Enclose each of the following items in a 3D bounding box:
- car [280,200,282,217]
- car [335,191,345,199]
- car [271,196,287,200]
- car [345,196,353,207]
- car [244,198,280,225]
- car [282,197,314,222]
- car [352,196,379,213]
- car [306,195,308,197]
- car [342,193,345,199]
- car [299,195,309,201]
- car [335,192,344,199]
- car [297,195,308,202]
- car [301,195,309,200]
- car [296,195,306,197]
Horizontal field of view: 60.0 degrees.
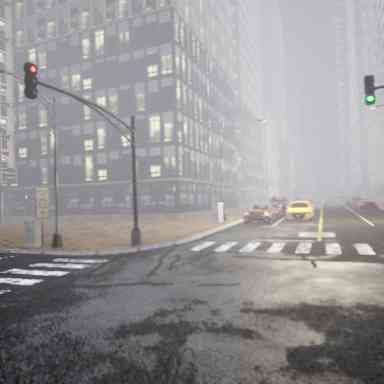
[{"bbox_3d":[7.195,1.656,30.193,1.802,1.307,4.206,-1,0,22],"label":"car"},{"bbox_3d":[37.495,0.809,84.256,2.192,1.841,5.009,-1,0,22],"label":"car"},{"bbox_3d":[9.234,1.368,35.381,2.192,1.841,5.009,-1,0,22],"label":"car"},{"bbox_3d":[21.203,1.181,42.903,1.752,1.417,4.829,-1,0,22],"label":"car"},{"bbox_3d":[5.148,1.534,25.006,1.967,1.590,4.097,-1,0,22],"label":"car"},{"bbox_3d":[8.623,1.458,26.531,1.882,1.535,5.008,-3,-1,21],"label":"car"},{"bbox_3d":[17.051,1.279,32.366,1.802,1.307,4.206,-1,0,22],"label":"car"},{"bbox_3d":[21.504,1.482,66.500,2.008,1.369,4.403,-1,0,22],"label":"car"},{"bbox_3d":[23.186,1.202,47.933,1.947,1.339,4.313,-1,0,22],"label":"car"},{"bbox_3d":[27.637,1.436,82.061,1.947,1.339,4.313,-1,0,22],"label":"car"},{"bbox_3d":[35.455,1.059,79.066,1.887,1.381,4.507,-1,0,22],"label":"car"},{"bbox_3d":[25.592,1.441,76.874,2.008,1.369,4.403,-1,0,22],"label":"car"},{"bbox_3d":[29.681,1.395,87.248,1.887,1.381,4.507,-1,0,22],"label":"car"},{"bbox_3d":[19.460,1.496,61.314,1.887,1.381,4.507,-1,0,22],"label":"car"}]
